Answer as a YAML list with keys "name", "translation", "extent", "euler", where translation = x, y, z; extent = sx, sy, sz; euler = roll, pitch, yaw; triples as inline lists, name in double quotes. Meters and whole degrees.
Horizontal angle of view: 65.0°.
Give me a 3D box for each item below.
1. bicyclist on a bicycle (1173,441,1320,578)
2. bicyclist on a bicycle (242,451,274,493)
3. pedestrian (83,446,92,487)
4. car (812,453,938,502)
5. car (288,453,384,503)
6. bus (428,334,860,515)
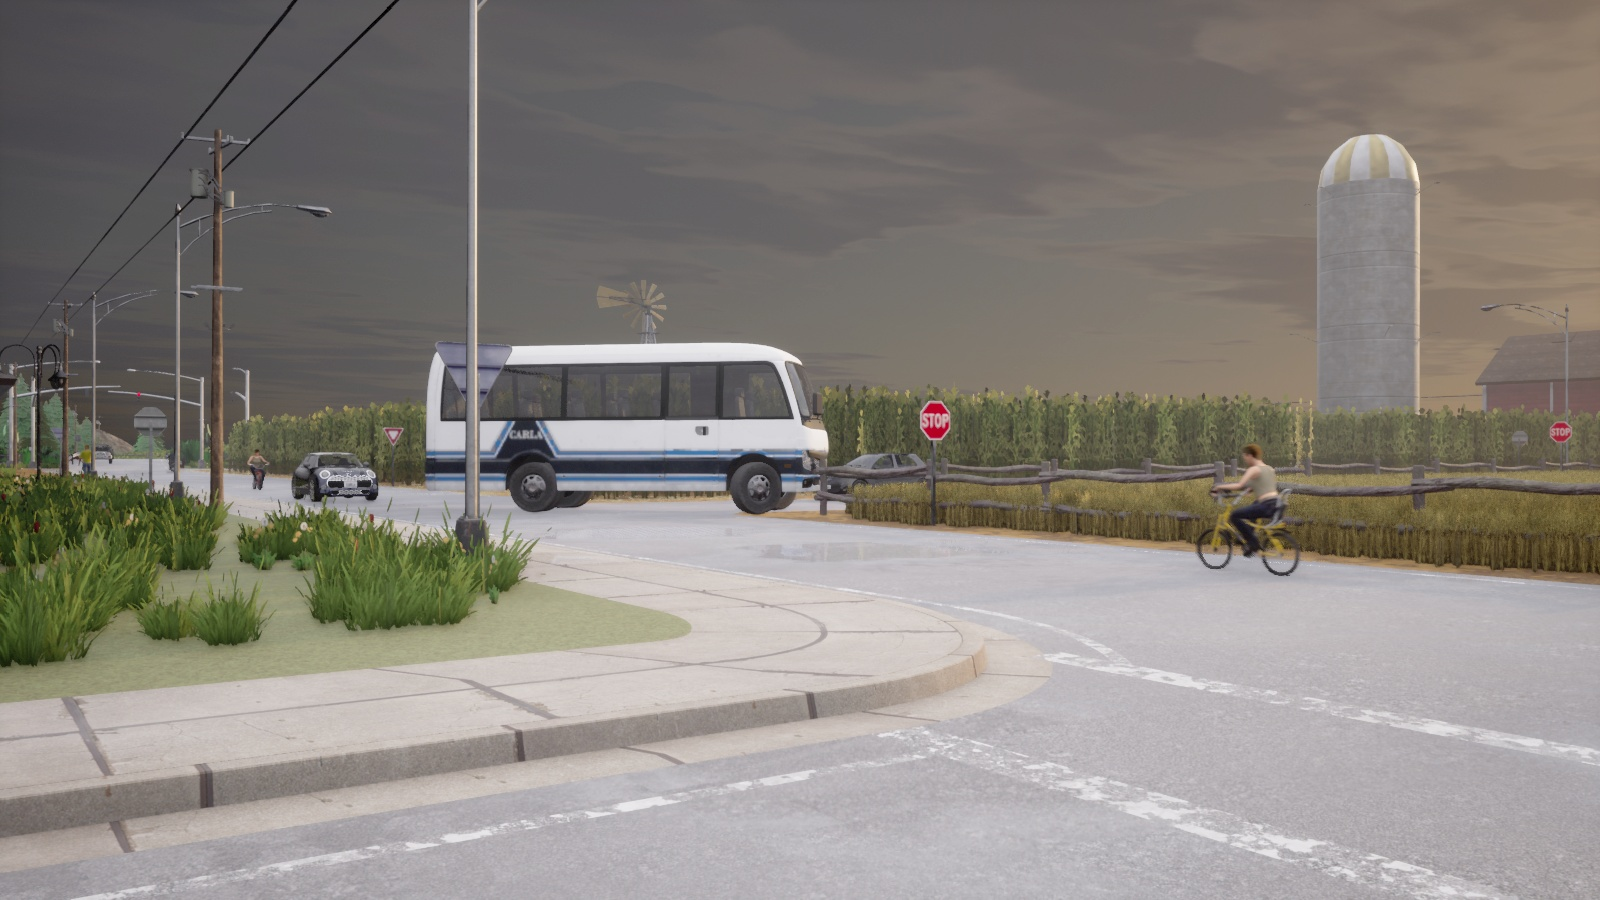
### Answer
- name: "bicyclist on a bicycle"
  translation: [5.537, 0.708, 15.643]
  extent: [0.866, 1.612, 1.509]
  euler: [0, 0, -34]
- name: "bicyclist on a bicycle"
  translation: [-21.080, 0.845, 48.841]
  extent: [0.866, 1.612, 1.509]
  euler: [0, 0, -34]
- name: "pedestrian"
  translation: [-31.917, 0.725, 56.252]
  extent: [0.354, 1.836, 0.706]
  euler: [0, 0, -27]
- name: "car"
  translation: [2.392, 0.852, 40.052]
  extent: [3.633, 1.501, 1.845]
  euler: [0, 0, -34]
- name: "car"
  translation: [-14.474, 0.836, 39.057]
  extent: [1.970, 1.475, 3.806]
  euler: [0, 0, -34]
- name: "bus"
  translation: [-3.812, -0.553, 32.201]
  extent: [10.273, 4.253, 3.944]
  euler: [0, 0, 10]
